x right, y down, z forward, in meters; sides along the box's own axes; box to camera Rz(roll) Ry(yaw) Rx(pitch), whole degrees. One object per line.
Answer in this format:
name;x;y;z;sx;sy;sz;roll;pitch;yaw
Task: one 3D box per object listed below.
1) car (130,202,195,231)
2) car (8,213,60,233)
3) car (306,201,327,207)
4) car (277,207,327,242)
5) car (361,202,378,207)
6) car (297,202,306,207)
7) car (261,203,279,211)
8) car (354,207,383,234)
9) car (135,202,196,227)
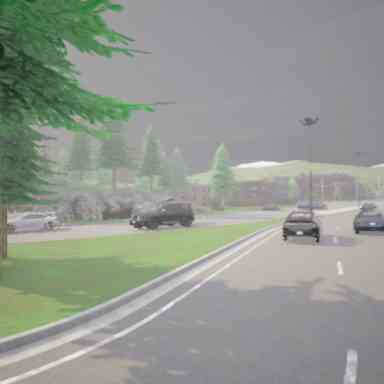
car;-2.267;1.917;26.890;5.566;2.045;2.150;0;-2;-40
car;-13.185;2.434;26.978;4.674;1.442;1.812;0;-2;-39
car;22.010;2.325;57.959;2.097;1.767;4.553;-2;-2;36
car;6.255;1.825;18.546;2.128;1.511;4.902;-2;-2;24
car;27.808;2.285;52.046;1.994;1.385;4.181;-2;-2;35
car;21.672;2.589;63.490;1.882;1.535;5.008;-2;-2;35
car;13.757;2.706;58.398;1.994;1.385;4.181;-2;-2;36
car;11.524;1.864;21.382;1.994;1.385;4.181;-2;-2;27
car;-2.395;2.028;31.350;5.566;2.045;2.150;0;-2;-43
